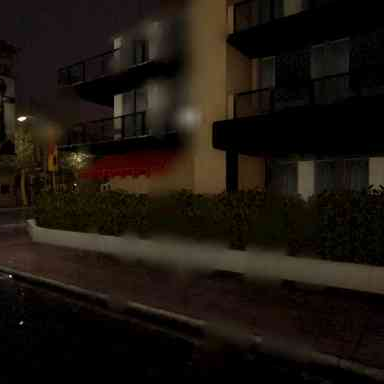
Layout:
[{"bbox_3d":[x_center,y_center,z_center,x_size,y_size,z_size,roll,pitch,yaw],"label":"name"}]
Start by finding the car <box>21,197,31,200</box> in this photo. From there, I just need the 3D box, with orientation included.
[{"bbox_3d":[-35.611,1.481,67.681,4.892,1.521,2.231,0,0,36],"label":"car"}]
